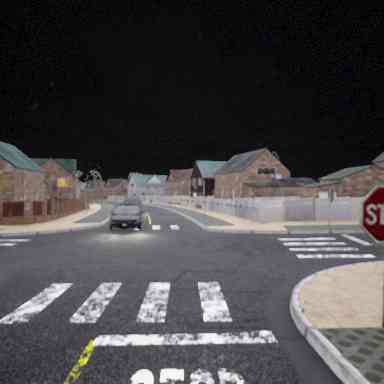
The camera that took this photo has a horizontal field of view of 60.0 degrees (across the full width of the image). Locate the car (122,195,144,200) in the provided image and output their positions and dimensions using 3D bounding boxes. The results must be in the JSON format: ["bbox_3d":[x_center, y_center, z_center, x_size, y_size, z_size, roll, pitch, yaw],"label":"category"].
[{"bbox_3d":[-6.941,1.332,38.949,2.150,2.045,5.566,0,0,-12],"label":"car"}]

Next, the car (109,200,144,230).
[{"bbox_3d":[-4.104,1.542,21.283,1.882,1.535,5.008,0,1,-7],"label":"car"}]
